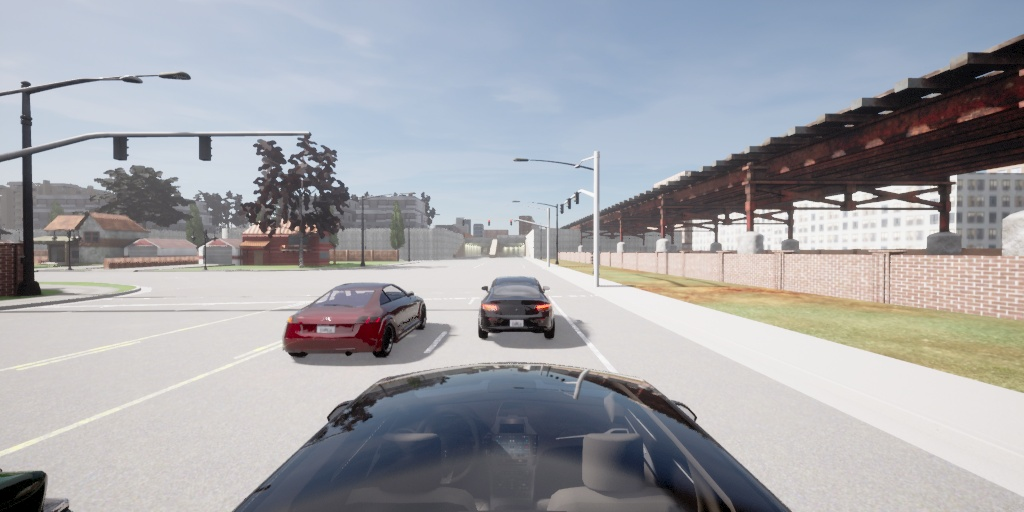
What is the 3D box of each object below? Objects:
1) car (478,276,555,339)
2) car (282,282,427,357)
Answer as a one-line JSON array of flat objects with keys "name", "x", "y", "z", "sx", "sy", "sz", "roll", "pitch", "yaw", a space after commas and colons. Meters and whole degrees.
[{"name": "car", "x": 0.105, "y": 1.277, "z": 10.018, "sx": 1.812, "sy": 1.442, "sz": 4.674, "roll": 0, "pitch": 0, "yaw": 0}, {"name": "car", "x": -3.397, "y": 1.315, "z": 8.555, "sx": 1.994, "sy": 1.385, "sz": 4.181, "roll": 0, "pitch": 0, "yaw": 0}]
